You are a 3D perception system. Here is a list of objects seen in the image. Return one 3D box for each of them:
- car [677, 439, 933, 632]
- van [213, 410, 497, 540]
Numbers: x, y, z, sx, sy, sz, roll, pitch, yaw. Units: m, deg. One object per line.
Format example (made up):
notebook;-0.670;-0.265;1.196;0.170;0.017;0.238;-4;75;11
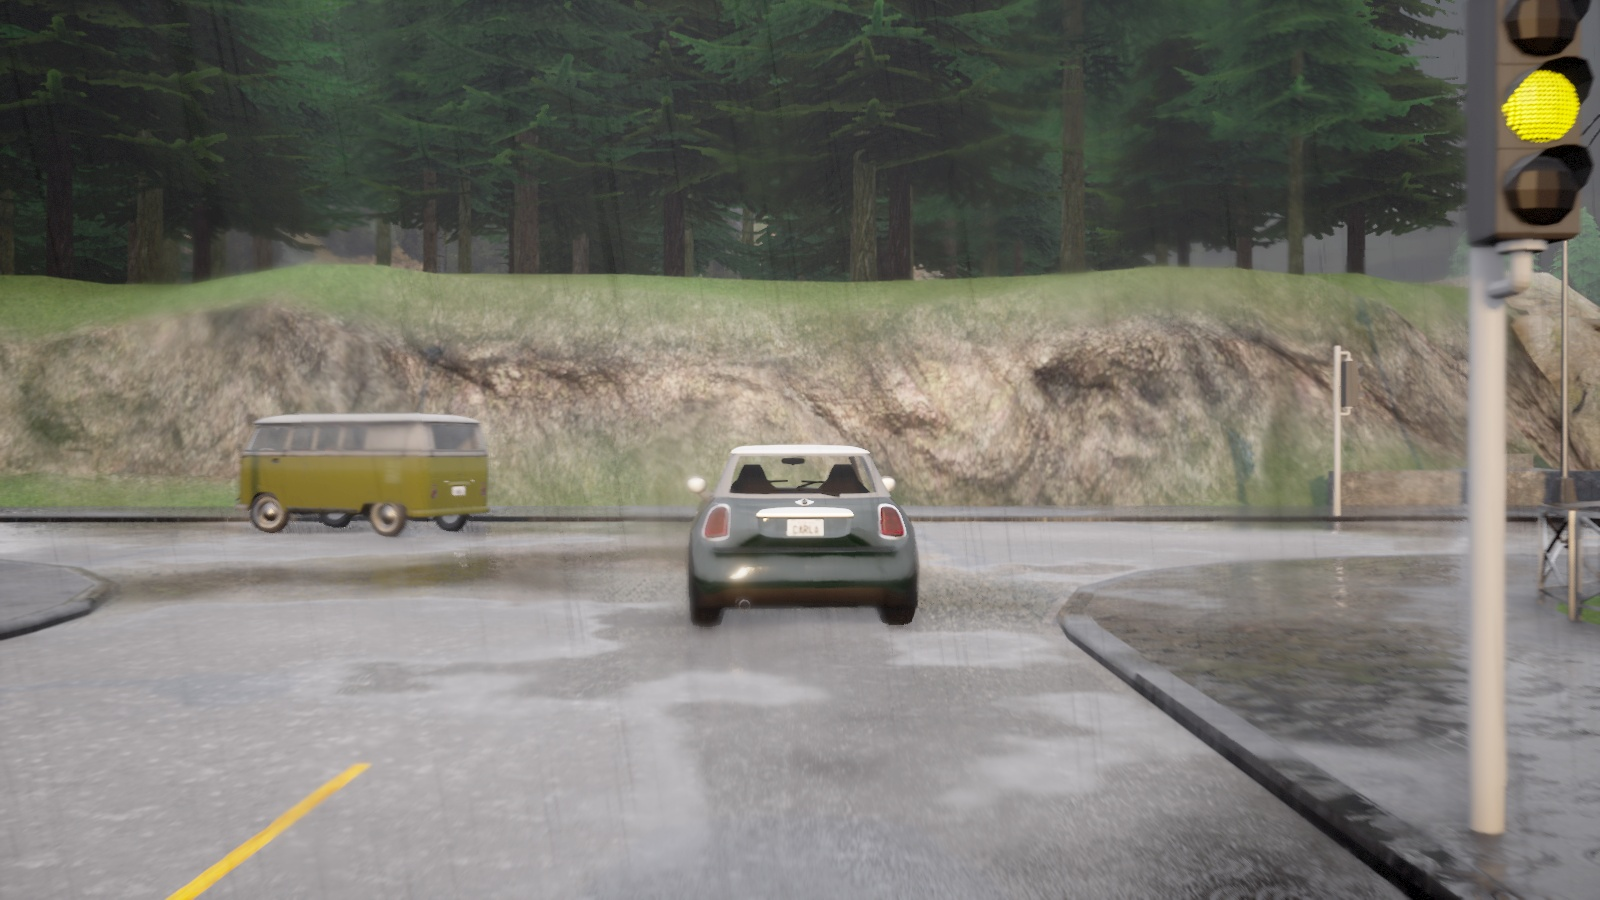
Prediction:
car;-0.073;0.647;11.554;1.970;1.475;3.806;0;0;-3
van;-7.409;0.375;20.883;4.442;1.987;1.775;0;0;24
